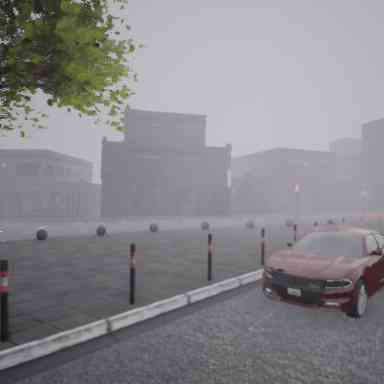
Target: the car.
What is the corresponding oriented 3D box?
[{"bbox_3d":[3.522,1.589,7.960,1.882,1.535,5.008,0,-1,42],"label":"car"}]
